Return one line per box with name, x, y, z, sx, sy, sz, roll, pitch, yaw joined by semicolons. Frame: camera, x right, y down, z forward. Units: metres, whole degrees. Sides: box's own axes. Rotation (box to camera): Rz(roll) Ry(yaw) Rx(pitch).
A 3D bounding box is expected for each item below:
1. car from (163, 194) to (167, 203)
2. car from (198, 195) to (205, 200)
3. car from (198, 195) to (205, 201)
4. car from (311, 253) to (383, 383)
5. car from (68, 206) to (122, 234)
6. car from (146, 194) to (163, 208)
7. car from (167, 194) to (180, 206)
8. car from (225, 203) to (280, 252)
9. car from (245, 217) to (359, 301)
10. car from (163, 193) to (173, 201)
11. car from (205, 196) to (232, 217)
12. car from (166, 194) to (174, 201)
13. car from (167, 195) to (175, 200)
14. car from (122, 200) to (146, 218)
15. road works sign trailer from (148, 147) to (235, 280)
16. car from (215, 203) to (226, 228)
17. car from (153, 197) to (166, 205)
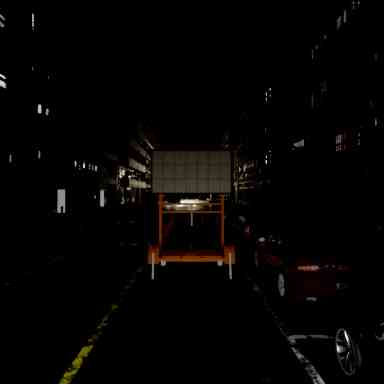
car;-5.745;1.304;53.237;2.192;1.841;5.009;0;0;0
car;2.591;1.513;92.696;1.887;1.381;4.507;0;0;0
car;2.603;1.500;81.594;1.752;1.417;4.829;0;0;0
car;2.690;1.566;2.514;1.947;1.339;4.313;0;0;0
car;-5.709;1.565;19.417;1.947;1.339;4.313;0;0;0
car;-5.740;1.431;47.601;1.967;1.590;4.097;0;0;0
car;-3.059;1.340;55.234;2.097;1.767;4.553;0;0;0
car;2.678;1.440;13.788;1.967;1.590;4.097;0;0;0
car;2.684;1.545;8.151;1.887;1.381;4.507;0;0;0
car;-5.776;1.290;81.419;2.192;1.841;5.009;0;0;0
car;2.661;1.312;30.696;2.192;1.841;5.009;0;0;0
car;-5.783;1.412;87.054;1.967;1.590;4.097;0;0;0
car;-5.789;1.513;92.692;1.887;1.381;4.507;0;0;0
car;-5.721;1.522;30.520;1.752;1.417;4.829;0;0;0
road works sign trailer;-0.009;0.464;9.917;2.380;3.560;2.880;0;0;0
car;2.672;1.550;19.423;2.008;1.369;4.403;0;0;0
car;-5.753;1.568;58.874;1.802;1.307;4.206;0;0;0
